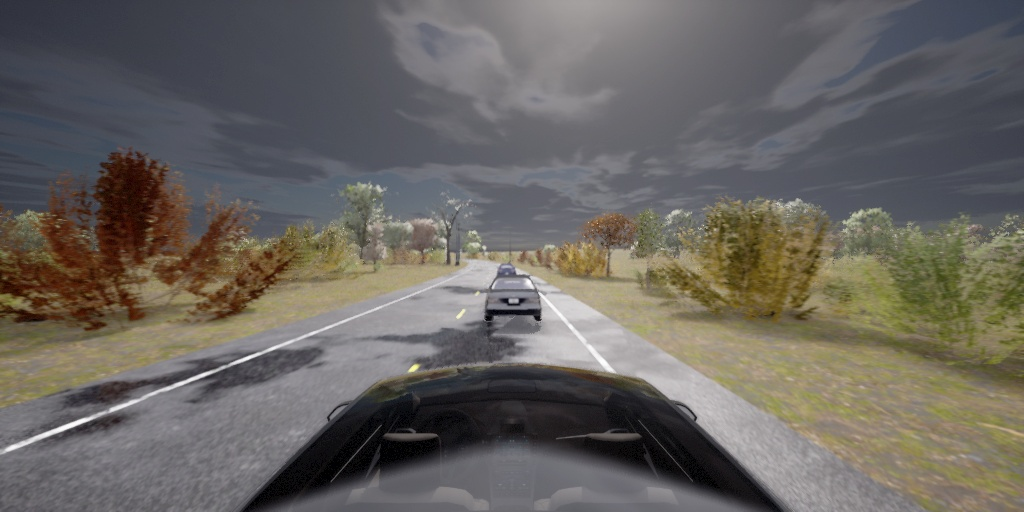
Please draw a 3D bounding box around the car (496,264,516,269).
[{"bbox_3d":[-0.545,1.474,35.352,1.812,1.442,4.674,0,0,-2],"label":"car"}]

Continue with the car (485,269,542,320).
[{"bbox_3d":[0.018,1.369,12.941,2.033,1.411,5.357,0,0,-1],"label":"car"}]
